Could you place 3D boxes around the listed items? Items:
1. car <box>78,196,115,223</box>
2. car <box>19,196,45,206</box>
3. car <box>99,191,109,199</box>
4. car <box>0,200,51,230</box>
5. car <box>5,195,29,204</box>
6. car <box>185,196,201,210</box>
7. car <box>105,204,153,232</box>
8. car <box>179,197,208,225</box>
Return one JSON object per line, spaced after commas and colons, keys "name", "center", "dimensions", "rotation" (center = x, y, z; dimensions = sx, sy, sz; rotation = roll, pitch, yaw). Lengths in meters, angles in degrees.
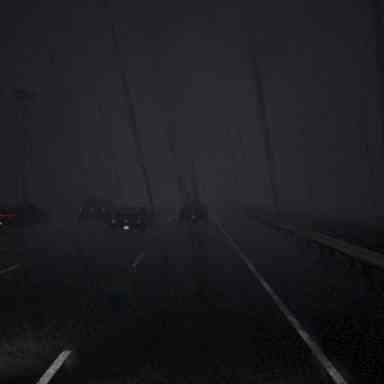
{"name": "car", "center": [-6.887, 1.269, 24.960], "dimensions": [2.097, 1.767, 4.553], "rotation": [0, 0, 0]}
{"name": "car", "center": [-24.524, 1.355, 51.212], "dimensions": [1.812, 1.442, 4.674], "rotation": [0, 0, 1]}
{"name": "car", "center": [-24.048, 0.889, 91.082], "dimensions": [2.150, 2.045, 5.566], "rotation": [0, 0, -10]}
{"name": "car", "center": [-10.388, 1.436, 20.440], "dimensions": [1.837, 1.490, 4.892], "rotation": [0, 0, 0]}
{"name": "car", "center": [-31.508, 1.325, 60.050], "dimensions": [1.812, 1.442, 4.674], "rotation": [0, 0, 0]}
{"name": "car", "center": [0.123, 1.340, 41.561], "dimensions": [1.882, 1.535, 5.008], "rotation": [0, 0, 0]}
{"name": "car", "center": [-3.389, 1.536, 19.395], "dimensions": [1.895, 1.301, 4.718], "rotation": [0, 0, 0]}
{"name": "car", "center": [0.113, 1.400, 23.360], "dimensions": [1.882, 1.535, 5.008], "rotation": [0, 0, 0]}
